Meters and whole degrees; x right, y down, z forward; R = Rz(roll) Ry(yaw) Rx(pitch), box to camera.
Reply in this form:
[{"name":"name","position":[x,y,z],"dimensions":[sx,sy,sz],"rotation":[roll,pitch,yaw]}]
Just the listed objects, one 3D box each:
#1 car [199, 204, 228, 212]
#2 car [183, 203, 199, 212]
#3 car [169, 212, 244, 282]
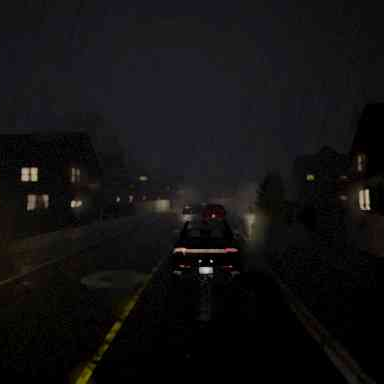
[{"name":"car","position":[1.948,1.716,27.820],"dimensions":[1.882,1.535,5.008],"rotation":[0,0,7]},{"name":"car","position":[0.216,1.897,36.650],"dimensions":[1.994,1.385,4.181],"rotation":[0,-1,9]},{"name":"car","position":[0.426,1.583,10.012],"dimensions":[2.128,1.511,4.902],"rotation":[0,0,2]}]
